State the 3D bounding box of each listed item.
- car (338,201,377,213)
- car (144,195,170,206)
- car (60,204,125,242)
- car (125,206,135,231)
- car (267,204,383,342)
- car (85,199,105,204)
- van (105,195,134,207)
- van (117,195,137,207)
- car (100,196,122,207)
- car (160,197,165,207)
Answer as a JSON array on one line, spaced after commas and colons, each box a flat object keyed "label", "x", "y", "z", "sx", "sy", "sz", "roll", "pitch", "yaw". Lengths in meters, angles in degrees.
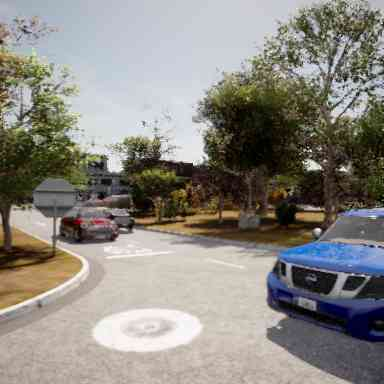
[{"label": "car", "x": 24.419, "y": 2.149, "z": 49.294, "sx": 1.882, "sy": 1.535, "sz": 5.008, "roll": 2, "pitch": -1, "yaw": -30}, {"label": "car", "x": -6.796, "y": 1.569, "z": 63.755, "sx": 2.435, "sy": 2.045, "sz": 5.566, "roll": 1, "pitch": 0, "yaw": -36}, {"label": "car", "x": -5.803, "y": 1.710, "z": 18.585, "sx": 2.097, "sy": 1.767, "sz": 4.553, "roll": 2, "pitch": -2, "yaw": -35}, {"label": "car", "x": -5.886, "y": 2.029, "z": 24.253, "sx": 2.128, "sy": 1.511, "sz": 4.902, "roll": 2, "pitch": -2, "yaw": -36}, {"label": "car", "x": 3.935, "y": 1.326, "z": 6.530, "sx": 5.566, "sy": 2.045, "sz": 2.150, "roll": 1, "pitch": -1, "yaw": -36}, {"label": "car", "x": -16.791, "y": 1.757, "z": 56.848, "sx": 1.946, "sy": 1.575, "sz": 5.366, "roll": 0, "pitch": 0, "yaw": -36}, {"label": "van", "x": -10.134, "y": 1.535, "z": 46.442, "sx": 1.878, "sy": 1.987, "sz": 4.442, "roll": 0, "pitch": 0, "yaw": -36}, {"label": "van", "x": -11.775, "y": 1.548, "z": 60.072, "sx": 1.878, "sy": 1.987, "sz": 4.442, "roll": 0, "pitch": 0, "yaw": -36}, {"label": "car", "x": -14.294, "y": 1.635, "z": 58.372, "sx": 2.185, "sy": 1.767, "sz": 4.553, "roll": 0, "pitch": 0, "yaw": -36}, {"label": "car", "x": -5.523, "y": 1.765, "z": 49.373, "sx": 1.946, "sy": 1.575, "sz": 5.366, "roll": 0, "pitch": 0, "yaw": -36}]
